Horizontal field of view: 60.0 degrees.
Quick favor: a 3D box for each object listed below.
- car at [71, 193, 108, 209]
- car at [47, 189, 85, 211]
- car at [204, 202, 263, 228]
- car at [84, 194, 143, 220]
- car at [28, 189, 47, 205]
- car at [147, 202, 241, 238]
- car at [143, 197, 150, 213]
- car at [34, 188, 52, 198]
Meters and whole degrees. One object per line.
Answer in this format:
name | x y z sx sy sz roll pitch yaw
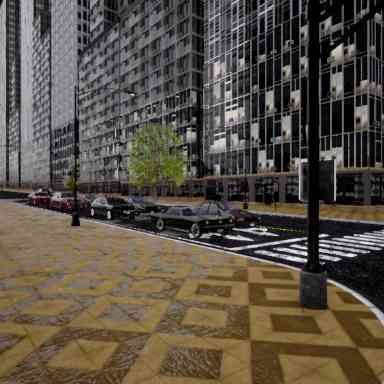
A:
car | -11.140 0.911 35.924 2.033 1.411 5.357 0 1 -38
car | -11.794 0.776 31.484 2.097 1.767 4.553 0 1 -38
car | 1.636 1.289 19.691 2.033 1.411 5.357 0 1 -36
car | -5.678 1.110 23.683 1.837 1.490 4.892 0 1 -38
car | -18.103 0.712 39.606 1.882 1.535 5.008 0 1 -37
car | -0.088 1.372 16.572 1.895 1.301 4.718 0 1 -38
car | -4.636 1.104 27.625 2.033 1.411 5.357 0 1 -37
car | -28.493 0.111 63.707 2.097 1.767 4.553 0 1 -38
